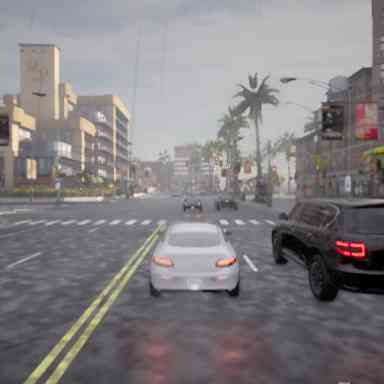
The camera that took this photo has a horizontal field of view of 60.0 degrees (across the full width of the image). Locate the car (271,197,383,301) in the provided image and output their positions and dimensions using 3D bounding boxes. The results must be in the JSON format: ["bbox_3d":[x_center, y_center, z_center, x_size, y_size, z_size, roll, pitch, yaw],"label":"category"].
[{"bbox_3d":[3.559,1.128,8.225,2.150,2.045,5.566,0,1,0],"label":"car"}]

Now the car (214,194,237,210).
[{"bbox_3d":[3.562,0.948,35.985,2.097,1.767,4.553,0,1,0],"label":"car"}]

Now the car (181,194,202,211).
[{"bbox_3d":[0.065,1.213,34.662,1.895,1.301,4.718,0,1,0],"label":"car"}]

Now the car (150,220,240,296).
[{"bbox_3d":[0.061,1.432,8.285,1.812,1.442,4.674,0,1,0],"label":"car"}]

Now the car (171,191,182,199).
[{"bbox_3d":[-3.577,0.729,73.785,1.994,1.385,4.181,0,1,0],"label":"car"}]
